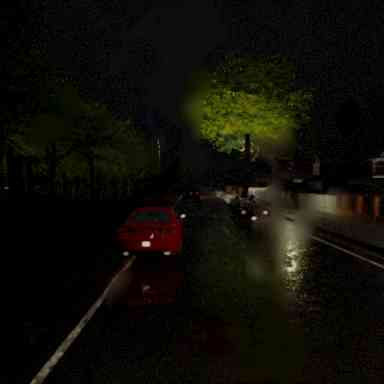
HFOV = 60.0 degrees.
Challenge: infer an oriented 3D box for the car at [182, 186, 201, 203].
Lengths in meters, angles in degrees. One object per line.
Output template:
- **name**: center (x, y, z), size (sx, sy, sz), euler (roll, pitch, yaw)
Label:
- **car**: center (-0.088, 0.319, 42.596), size (2.150, 2.045, 5.566), euler (0, 0, 0)

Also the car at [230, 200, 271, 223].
- **car**: center (3.513, 1.147, 20.997), size (1.895, 1.301, 4.718), euler (0, 1, 0)

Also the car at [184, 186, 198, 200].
- **car**: center (-0.217, 0.075, 53.600), size (2.150, 2.045, 5.566), euler (0, 1, 0)

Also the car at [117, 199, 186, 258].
- **car**: center (-1.272, 1.222, 11.598), size (1.882, 1.535, 5.008), euler (0, 1, 0)
